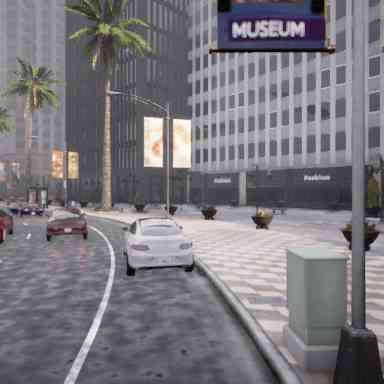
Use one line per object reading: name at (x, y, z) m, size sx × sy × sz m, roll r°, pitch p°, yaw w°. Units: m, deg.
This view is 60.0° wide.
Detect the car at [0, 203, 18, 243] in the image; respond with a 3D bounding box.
car at (-9.709, 1.468, 15.753) m, size 1.882 × 1.535 × 5.008 m, roll 0°, pitch 0°, yaw -23°

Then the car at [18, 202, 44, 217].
car at (-15.509, 1.585, 30.892) m, size 1.895 × 1.301 × 4.718 m, roll 0°, pitch 0°, yaw -44°

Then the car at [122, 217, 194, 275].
car at (-1.175, 1.524, 10.451) m, size 1.812 × 1.442 × 4.674 m, roll 0°, pitch 0°, yaw -13°

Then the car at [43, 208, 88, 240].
car at (-6.422, 1.519, 16.968) m, size 1.812 × 1.442 × 4.674 m, roll 0°, pitch 0°, yaw -23°
